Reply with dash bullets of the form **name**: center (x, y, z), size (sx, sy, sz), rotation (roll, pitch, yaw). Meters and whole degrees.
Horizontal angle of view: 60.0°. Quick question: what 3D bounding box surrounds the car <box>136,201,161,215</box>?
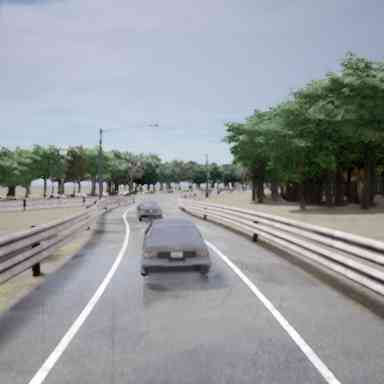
- **car**: center (-3.480, 1.453, 26.723), size (2.033, 1.411, 5.357), rotation (0, 0, -12)

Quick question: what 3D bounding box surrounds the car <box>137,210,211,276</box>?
- **car**: center (-0.623, 1.520, 10.340), size (2.033, 1.411, 5.357), rotation (0, 0, -6)
